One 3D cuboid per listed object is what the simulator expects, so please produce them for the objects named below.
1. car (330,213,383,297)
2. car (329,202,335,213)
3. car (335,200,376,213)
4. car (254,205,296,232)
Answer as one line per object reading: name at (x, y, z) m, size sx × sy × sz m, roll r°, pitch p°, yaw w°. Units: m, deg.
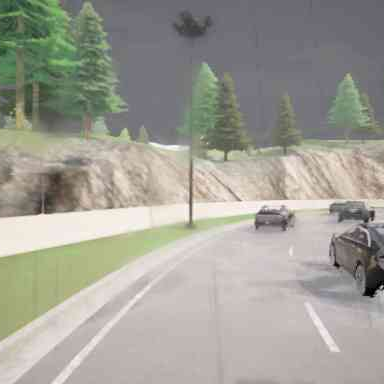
car at (4.868, 1.533, 8.483) m, size 2.128 × 1.511 × 4.902 m, roll 0°, pitch 0°, yaw 11°
car at (16.386, 1.631, 35.584) m, size 4.902 × 1.511 × 2.128 m, roll 0°, pitch 0°, yaw -44°
car at (13.226, 1.464, 26.510) m, size 2.097 × 1.767 × 4.553 m, roll 1°, pitch 0°, yaw 36°
car at (5.258, 1.536, 20.707) m, size 2.128 × 1.511 × 4.902 m, roll 0°, pitch 0°, yaw 26°
